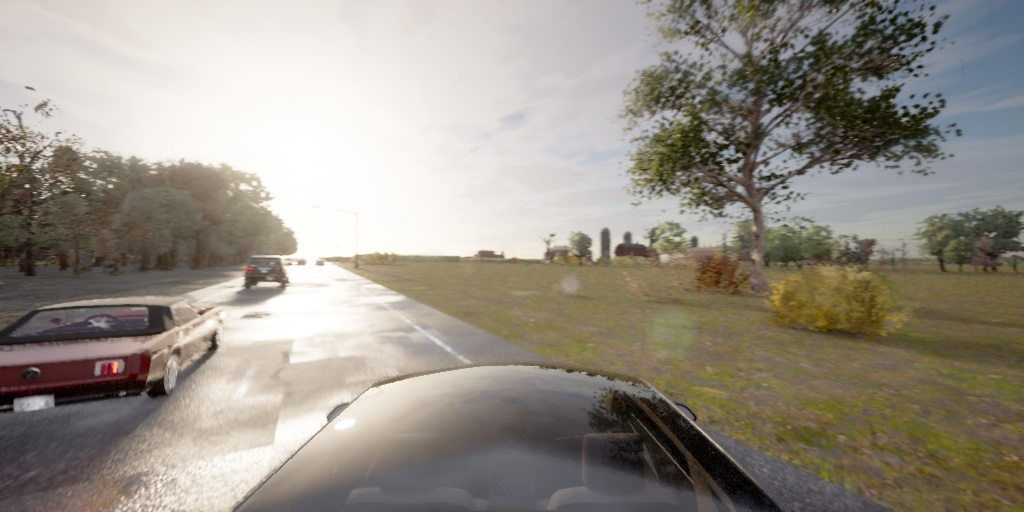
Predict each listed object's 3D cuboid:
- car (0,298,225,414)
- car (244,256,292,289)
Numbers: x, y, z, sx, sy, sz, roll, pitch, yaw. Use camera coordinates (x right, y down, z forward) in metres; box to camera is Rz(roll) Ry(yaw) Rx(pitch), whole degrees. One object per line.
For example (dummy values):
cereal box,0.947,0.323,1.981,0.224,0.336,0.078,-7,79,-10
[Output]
car,-6.303,1.340,5.895,1.895,1.301,4.718,1,0,-29
car,-16.004,1.014,23.675,2.150,2.045,5.566,1,0,-29
